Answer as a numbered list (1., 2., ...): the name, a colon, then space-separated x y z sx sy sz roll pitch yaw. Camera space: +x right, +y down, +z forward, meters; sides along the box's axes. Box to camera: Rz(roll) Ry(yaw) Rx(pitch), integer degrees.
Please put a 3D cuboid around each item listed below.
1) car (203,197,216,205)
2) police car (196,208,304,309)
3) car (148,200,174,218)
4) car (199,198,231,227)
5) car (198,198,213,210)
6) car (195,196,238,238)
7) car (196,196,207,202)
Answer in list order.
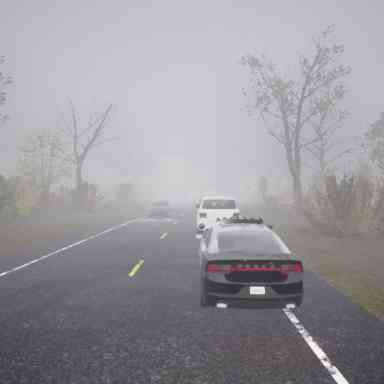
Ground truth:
1. car: 3.376 1.709 63.435 2.033 1.411 5.357 0 0 6
2. police car: 1.127 1.428 8.097 1.930 1.638 5.238 0 0 1
3. car: -2.756 1.531 30.096 1.837 1.490 4.892 0 0 3
4. car: 1.582 1.366 23.880 2.097 1.767 4.553 0 0 2
5. car: 1.927 1.584 46.354 1.837 1.490 4.892 0 0 5
6. car: 1.366 1.233 17.970 2.150 2.045 5.566 0 0 2
7. car: 2.445 1.814 84.104 2.033 1.411 5.357 0 0 8
